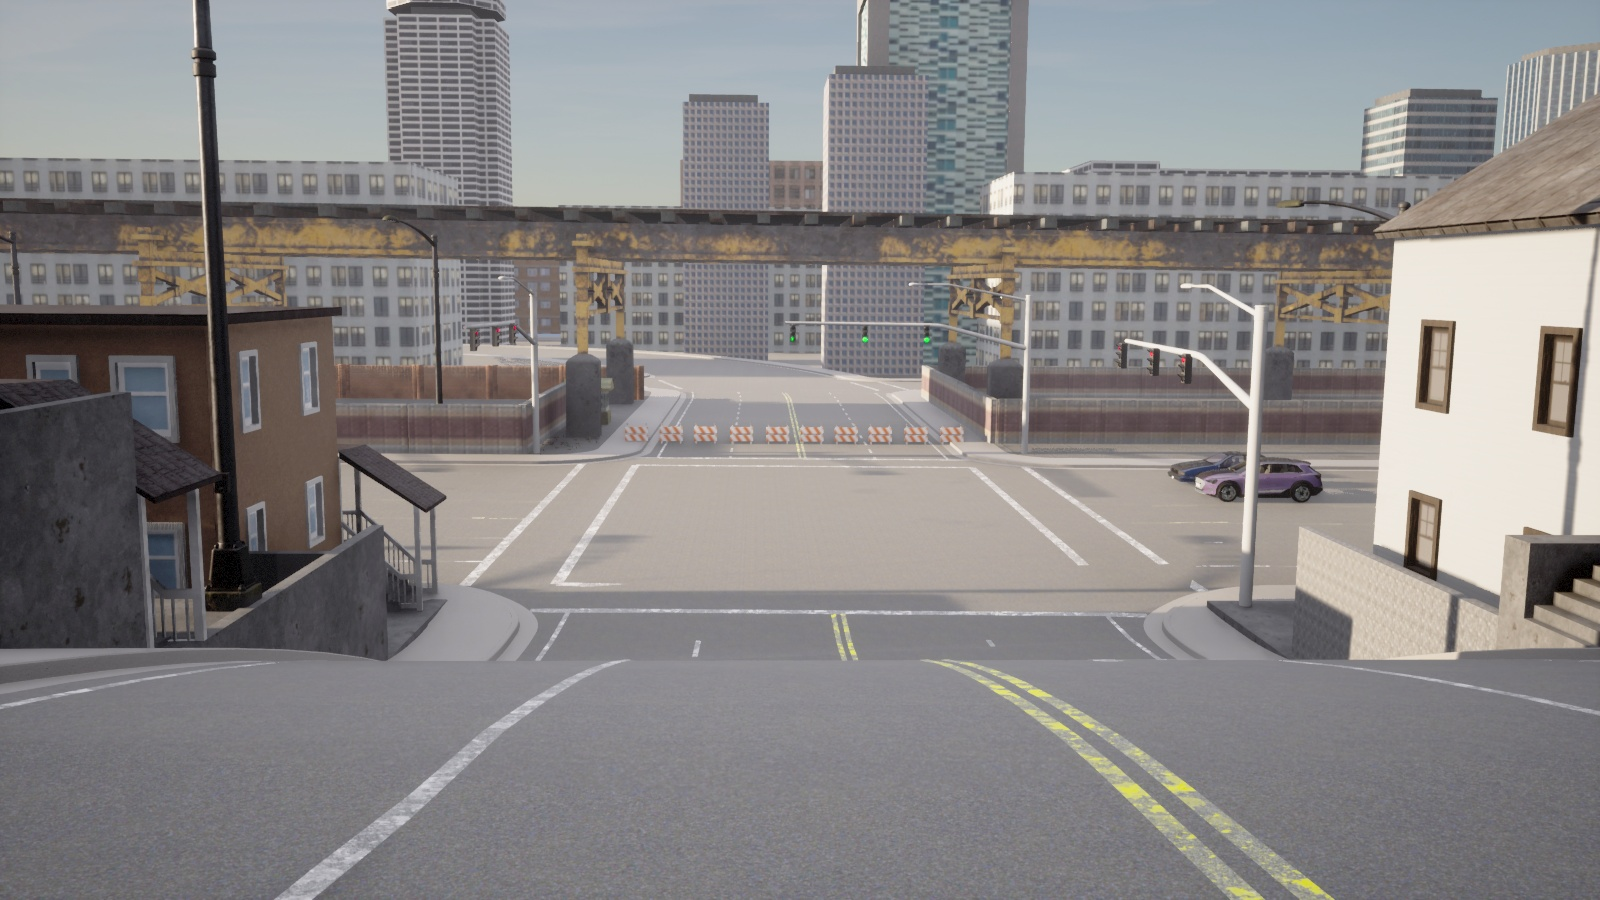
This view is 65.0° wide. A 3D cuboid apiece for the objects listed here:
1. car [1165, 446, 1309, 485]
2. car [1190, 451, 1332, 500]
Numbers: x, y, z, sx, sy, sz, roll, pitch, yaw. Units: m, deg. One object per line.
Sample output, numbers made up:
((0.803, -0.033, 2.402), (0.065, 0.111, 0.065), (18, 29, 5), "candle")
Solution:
((18.592, 0.645, 53.627), (5.357, 1.411, 2.033), (0, 8, 0), "car")
((18.328, 0.991, 50.138), (4.856, 1.649, 2.033), (0, 8, 0), "car")
